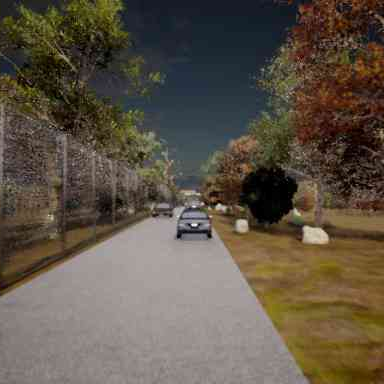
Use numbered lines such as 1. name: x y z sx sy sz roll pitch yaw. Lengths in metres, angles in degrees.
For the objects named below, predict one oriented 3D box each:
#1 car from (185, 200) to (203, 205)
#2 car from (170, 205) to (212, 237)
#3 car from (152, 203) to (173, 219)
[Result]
1. car: 0.224 1.741 39.157 2.097 1.767 4.553 0 -1 0
2. car: 0.132 1.633 18.378 2.033 1.411 5.357 0 0 0
3. car: -2.766 1.820 32.788 2.033 1.411 5.357 0 -1 0
